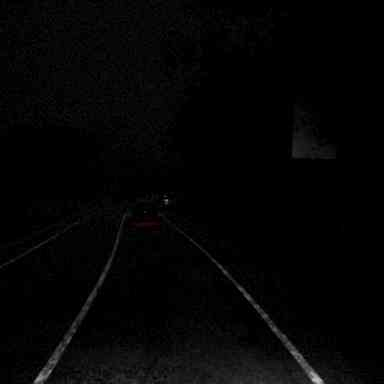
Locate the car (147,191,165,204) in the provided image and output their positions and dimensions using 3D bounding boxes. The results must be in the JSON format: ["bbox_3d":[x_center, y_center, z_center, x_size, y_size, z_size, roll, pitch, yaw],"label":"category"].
[{"bbox_3d":[-6.099,0.819,53.279,2.150,2.045,5.566,0,1,1],"label":"car"}]

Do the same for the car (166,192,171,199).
[{"bbox_3d":[-6.217,0.846,77.819,1.837,1.490,4.892,1,1,13],"label":"car"}]

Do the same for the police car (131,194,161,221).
[{"bbox_3d":[-3.881,1.232,26.772,1.930,1.638,5.238,-1,0,-10],"label":"police car"}]
